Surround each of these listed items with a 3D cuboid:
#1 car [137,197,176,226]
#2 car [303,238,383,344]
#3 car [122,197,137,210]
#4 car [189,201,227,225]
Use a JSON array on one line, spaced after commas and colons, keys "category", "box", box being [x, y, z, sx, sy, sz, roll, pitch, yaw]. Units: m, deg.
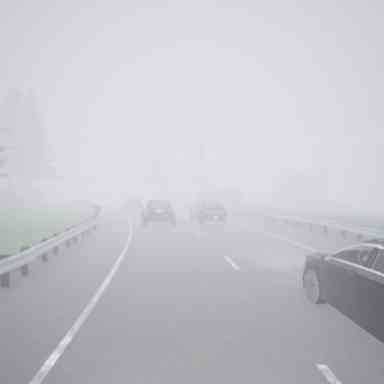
[{"category": "car", "box": [-2.412, 1.244, 22.634, 2.097, 1.767, 4.553, 0, 0, -11]}, {"category": "car", "box": [3.324, 1.456, 5.104, 2.128, 1.511, 4.902, 0, 0, -3]}, {"category": "car", "box": [-7.218, 1.310, 39.722, 2.128, 1.511, 4.902, 0, 0, -20]}, {"category": "car", "box": [1.040, 1.371, 23.229, 2.128, 1.511, 4.902, 0, 0, -11]}]
